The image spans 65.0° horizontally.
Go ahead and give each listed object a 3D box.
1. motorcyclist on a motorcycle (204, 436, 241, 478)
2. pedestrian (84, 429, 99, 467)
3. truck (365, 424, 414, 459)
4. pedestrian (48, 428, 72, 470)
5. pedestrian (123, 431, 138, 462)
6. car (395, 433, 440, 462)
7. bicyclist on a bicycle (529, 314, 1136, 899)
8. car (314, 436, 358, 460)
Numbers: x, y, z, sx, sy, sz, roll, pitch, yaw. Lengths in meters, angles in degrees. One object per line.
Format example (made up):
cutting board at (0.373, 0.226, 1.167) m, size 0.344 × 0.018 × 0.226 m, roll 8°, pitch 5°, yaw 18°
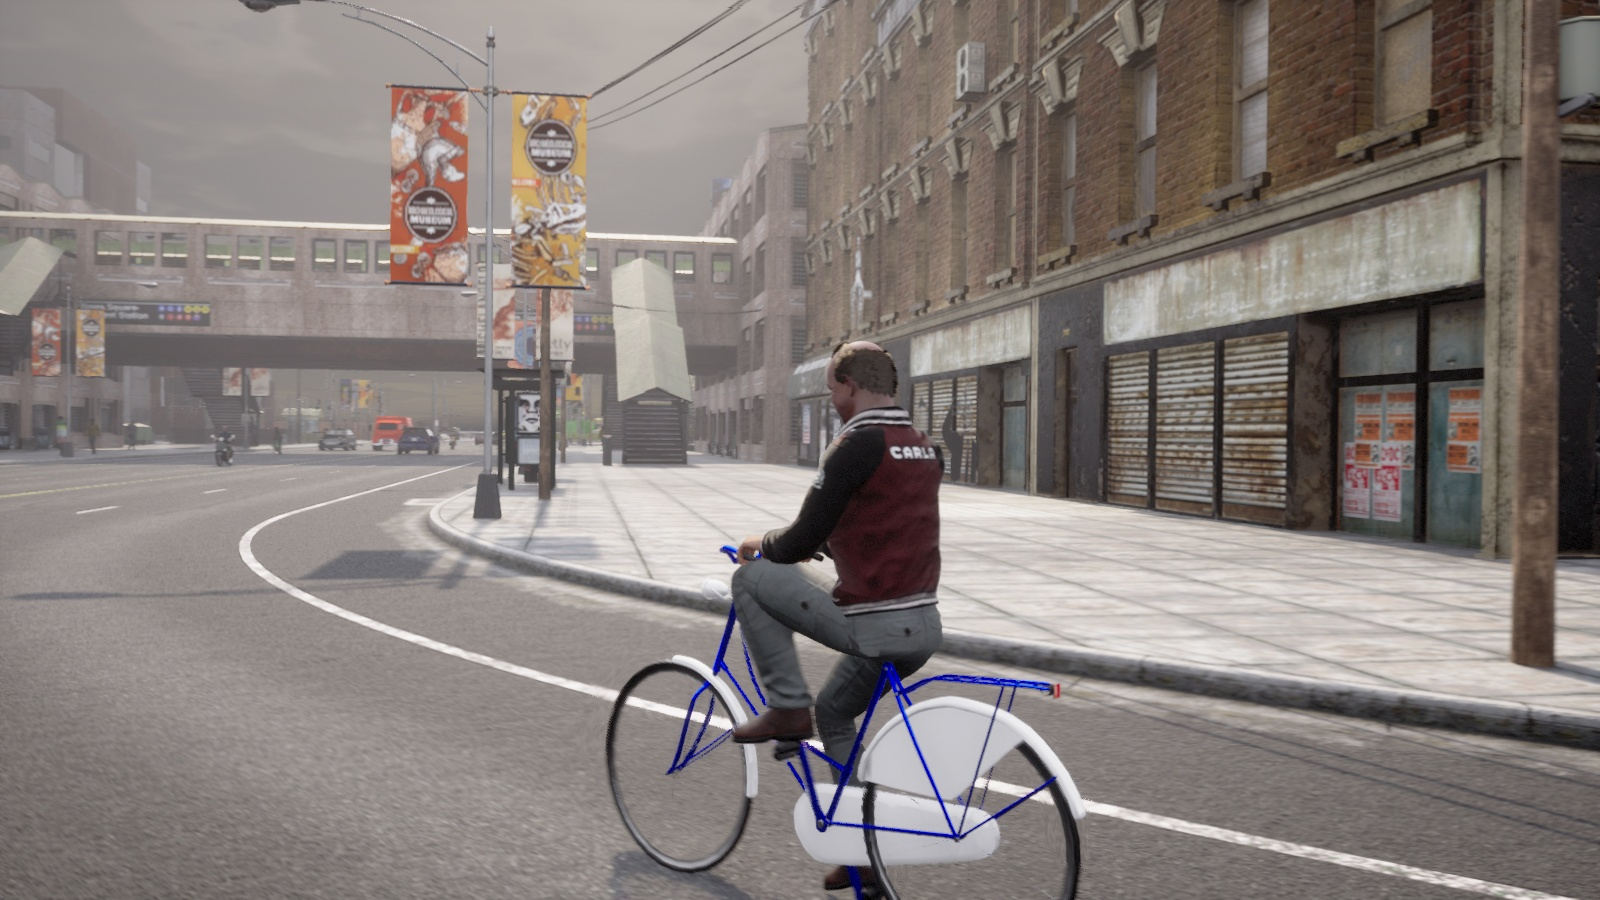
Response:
motorcyclist on a motorcycle at (-22.475, 0.260, 48.921) m, size 0.866 × 1.590 × 1.817 m, roll -1°, pitch 1°, yaw -10°
pedestrian at (-34.347, -0.089, 60.884) m, size 0.431 × 1.840 × 0.709 m, roll -1°, pitch 1°, yaw -15°
truck at (-29.569, -0.641, 90.677) m, size 2.627 × 2.467 × 5.204 m, roll -1°, pitch 1°, yaw -10°
pedestrian at (-34.339, -0.056, 58.268) m, size 0.659 × 1.952 × 0.873 m, roll -1°, pitch 1°, yaw -11°
pedestrian at (-39.922, -0.218, 74.908) m, size 0.540 × 1.848 × 0.694 m, roll -1°, pitch 1°, yaw -3°
car at (-24.027, -0.195, 78.976) m, size 2.097 × 1.767 × 4.553 m, roll -1°, pitch 1°, yaw -9°
bicyclist on a bicycle at (0.022, 0.554, 3.865) m, size 1.843 × 1.776 × 0.659 m, roll 0°, pitch 1°, yaw 39°
car at (-32.817, -0.176, 88.940) m, size 2.033 × 1.649 × 4.856 m, roll -1°, pitch 1°, yaw -10°
